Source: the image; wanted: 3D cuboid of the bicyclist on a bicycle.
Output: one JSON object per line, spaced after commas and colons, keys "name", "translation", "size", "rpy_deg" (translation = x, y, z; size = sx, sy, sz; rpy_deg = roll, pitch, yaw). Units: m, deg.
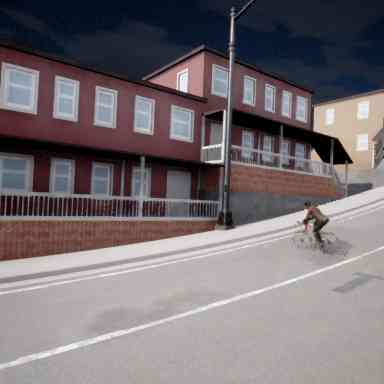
{"name": "bicyclist on a bicycle", "translation": [3.853, 1.117, 10.470], "size": [0.582, 1.620, 1.656], "rpy_deg": [-5, 1, -37]}
